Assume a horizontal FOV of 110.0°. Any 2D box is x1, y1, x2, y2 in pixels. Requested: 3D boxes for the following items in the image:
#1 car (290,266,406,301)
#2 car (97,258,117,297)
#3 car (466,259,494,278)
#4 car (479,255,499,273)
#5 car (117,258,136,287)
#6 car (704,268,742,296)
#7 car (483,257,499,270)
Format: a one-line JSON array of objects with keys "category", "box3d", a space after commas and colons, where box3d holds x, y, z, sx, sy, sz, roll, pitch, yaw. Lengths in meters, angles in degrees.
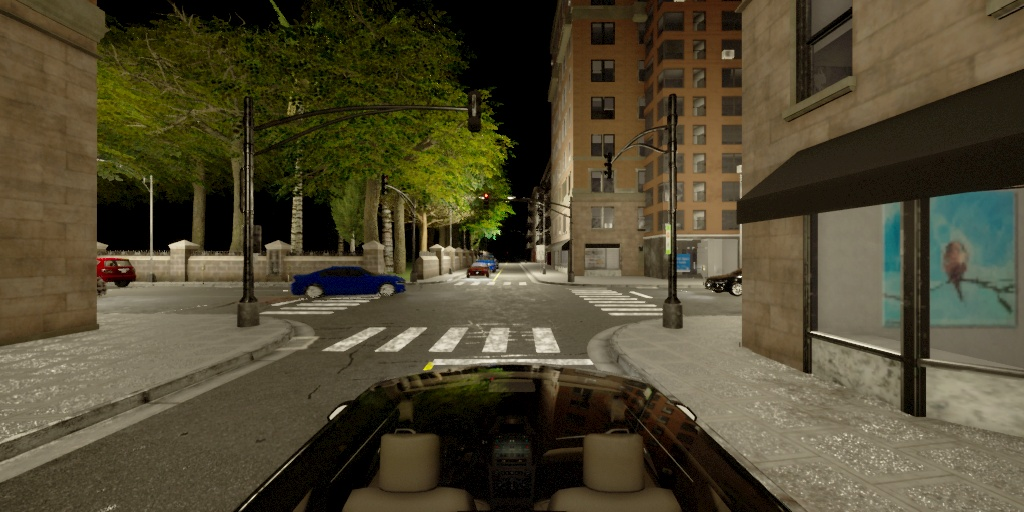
[{"category": "car", "box3d": [-7.729, 1.221, 17.243, 5.008, 1.535, 1.882, 0, 0, -19]}, {"category": "car", "box3d": [-21.113, 1.078, 15.944, 4.553, 1.767, 2.097, 0, 0, 1]}, {"category": "car", "box3d": [-3.056, 1.293, 33.608, 1.994, 1.385, 4.181, 0, 0, 0]}, {"category": "car", "box3d": [-3.045, 0.933, 42.917, 2.150, 2.045, 5.566, 0, 0, 0]}, {"category": "car", "box3d": [-25.924, 1.035, 21.778, 5.009, 1.841, 2.192, 0, 0, 1]}, {"category": "car", "box3d": [12.689, 1.271, 18.683, 4.892, 1.490, 1.837, 0, 0, 1]}, {"category": "car", "box3d": [-3.022, 1.044, 52.978, 2.097, 1.767, 4.553, 0, 0, 0]}]
